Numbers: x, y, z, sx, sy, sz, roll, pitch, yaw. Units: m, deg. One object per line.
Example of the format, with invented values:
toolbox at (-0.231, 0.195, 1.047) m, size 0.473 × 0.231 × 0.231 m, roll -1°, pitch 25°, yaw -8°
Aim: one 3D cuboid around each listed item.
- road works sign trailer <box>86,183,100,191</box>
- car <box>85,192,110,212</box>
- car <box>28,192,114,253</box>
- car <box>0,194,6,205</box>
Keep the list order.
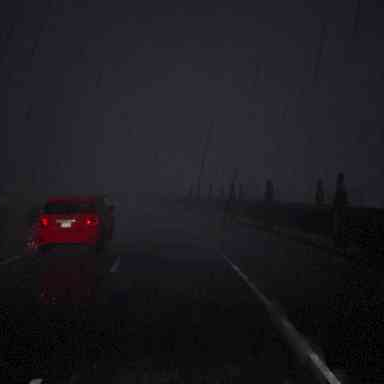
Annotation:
road works sign trailer at (-17.367, 0.236, 58.183) m, size 2.380 × 3.560 × 2.880 m, roll 0°, pitch 0°, yaw -36°
car at (-10.616, 1.069, 37.094) m, size 2.150 × 2.045 × 5.566 m, roll 0°, pitch -1°, yaw -21°
car at (-4.513, 1.168, 13.615) m, size 2.150 × 2.045 × 5.566 m, roll 0°, pitch 0°, yaw -8°
car at (-31.256, 1.156, 53.286) m, size 2.097 × 1.767 × 4.553 m, roll 0°, pitch 0°, yaw -34°
